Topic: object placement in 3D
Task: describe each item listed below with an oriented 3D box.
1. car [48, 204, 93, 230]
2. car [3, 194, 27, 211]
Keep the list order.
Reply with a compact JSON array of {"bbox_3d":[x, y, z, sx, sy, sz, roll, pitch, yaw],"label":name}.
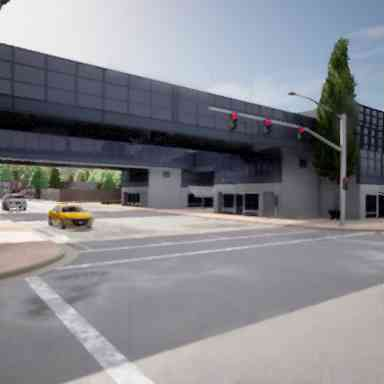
[{"bbox_3d":[-8.157,1.570,22.160,1.882,1.535,5.008,1,0,-36],"label":"car"},{"bbox_3d":[-22.618,1.276,42.429,2.150,2.045,5.566,1,0,-36],"label":"car"}]
